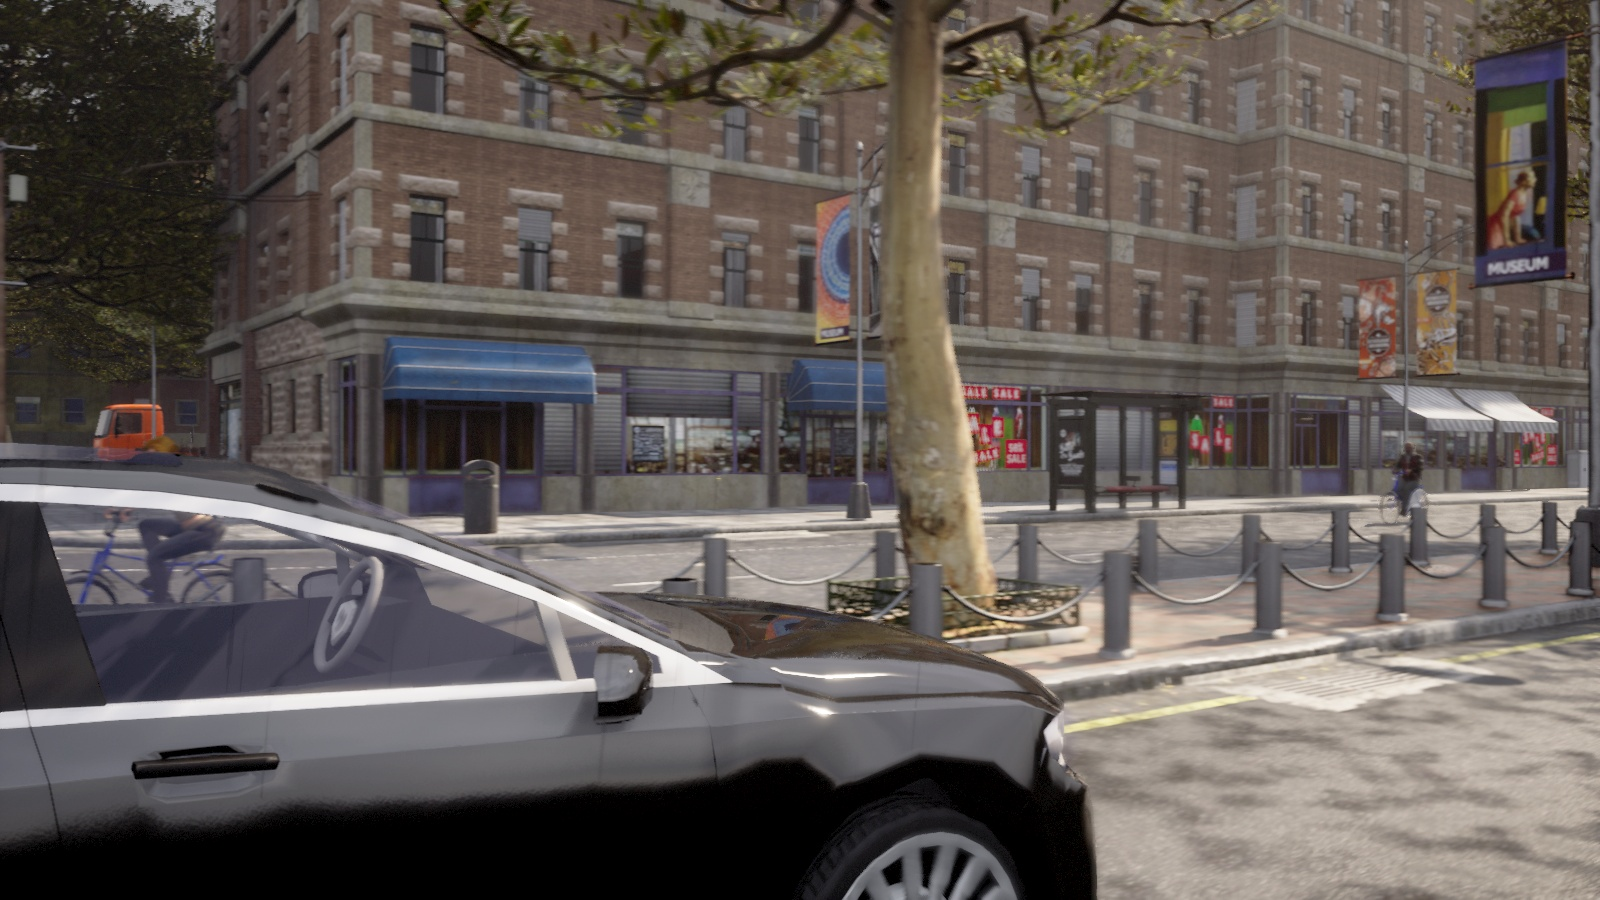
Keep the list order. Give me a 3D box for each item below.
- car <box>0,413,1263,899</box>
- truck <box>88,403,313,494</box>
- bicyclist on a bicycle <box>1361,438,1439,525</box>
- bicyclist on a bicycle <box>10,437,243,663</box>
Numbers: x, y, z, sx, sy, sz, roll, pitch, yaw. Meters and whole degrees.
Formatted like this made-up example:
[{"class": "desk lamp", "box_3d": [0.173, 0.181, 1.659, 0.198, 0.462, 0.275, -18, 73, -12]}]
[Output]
[{"class": "car", "box_3d": [-1.449, 0.711, 2.650, 4.902, 1.511, 2.128, 0, 0, -35]}, {"class": "truck", "box_3d": [-24.385, -0.060, 51.294, 7.936, 3.462, 2.891, 0, 0, -35]}, {"class": "bicyclist on a bicycle", "box_3d": [12.661, 0.654, 26.483, 1.843, 1.776, 0.659, 0, 0, -35]}, {"class": "bicyclist on a bicycle", "box_3d": [-5.227, 0.716, 9.762, 1.509, 1.612, 0.866, 0, 0, -35]}]
